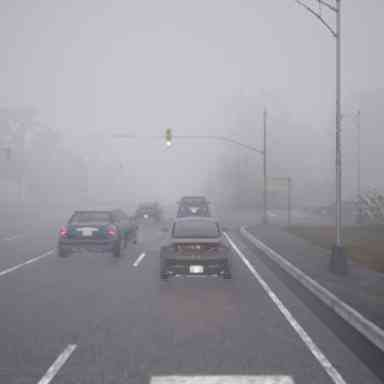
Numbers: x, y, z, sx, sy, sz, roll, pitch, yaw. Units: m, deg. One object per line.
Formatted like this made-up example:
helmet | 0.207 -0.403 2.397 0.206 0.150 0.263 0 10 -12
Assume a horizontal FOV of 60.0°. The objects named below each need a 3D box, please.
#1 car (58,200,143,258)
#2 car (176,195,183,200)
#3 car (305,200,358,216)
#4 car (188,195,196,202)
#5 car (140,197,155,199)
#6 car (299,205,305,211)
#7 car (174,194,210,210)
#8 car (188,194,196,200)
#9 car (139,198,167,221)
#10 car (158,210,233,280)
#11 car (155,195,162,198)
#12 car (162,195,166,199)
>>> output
car | -3.398 1.356 12.910 2.097 1.767 4.553 0 0 0
car | -3.490 1.502 91.939 1.882 1.535 5.008 0 0 0
car | 14.055 1.513 32.406 4.892 1.490 1.837 0 0 3
car | 0.008 1.492 79.660 1.882 1.535 5.008 0 0 0
car | -7.080 1.539 49.436 1.812 1.442 4.674 0 0 0
car | 14.458 1.556 35.890 5.357 1.411 2.033 0 0 3
car | 0.101 1.231 23.153 2.150 2.045 5.566 0 0 0
car | 0.009 1.384 90.079 1.882 1.535 5.008 0 0 0
car | -3.397 1.513 27.011 1.837 1.490 4.892 0 0 0
car | 0.101 1.507 9.980 1.837 1.490 4.892 0 0 0
car | -7.030 1.563 59.162 2.033 1.411 5.357 0 0 1
car | -6.993 1.496 68.940 1.882 1.535 5.008 0 0 0
